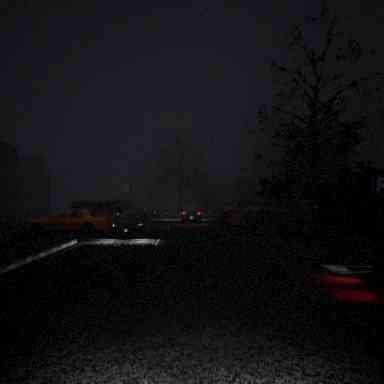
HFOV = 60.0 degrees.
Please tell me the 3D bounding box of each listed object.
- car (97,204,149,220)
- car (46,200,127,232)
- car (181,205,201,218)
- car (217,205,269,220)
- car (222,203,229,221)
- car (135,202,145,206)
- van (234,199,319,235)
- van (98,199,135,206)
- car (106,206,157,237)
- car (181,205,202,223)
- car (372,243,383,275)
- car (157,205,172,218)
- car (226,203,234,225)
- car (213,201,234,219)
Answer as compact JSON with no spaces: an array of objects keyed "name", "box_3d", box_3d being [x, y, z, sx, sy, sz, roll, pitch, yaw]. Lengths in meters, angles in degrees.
[{"name":"car","box_3d":[-7.238,2.088,35.175,5.008,1.535,2.097,0,-2,0]},{"name":"car","box_3d":[-7.175,1.626,23.037,4.553,1.767,2.185,0,-1,0]},{"name":"car","box_3d":[-0.066,2.262,39.925,2.128,1.511,4.902,0,-2,3]},{"name":"car","box_3d":[5.029,2.030,33.445,4.892,1.521,2.231,0,-2,0]},{"name":"car","box_3d":[5.245,1.789,24.940,5.366,1.575,1.946,0,-1,0]},{"name":"car","box_3d":[-7.197,1.742,32.266,5.566,2.045,2.435,0,-2,0]},{"name":"van","box_3d":[4.949,1.451,19.490,4.442,1.987,1.878,0,-1,0]},{"name":"van","box_3d":[-7.094,1.599,26.076,4.442,1.987,1.878,0,-1,0]},{"name":"car","box_3d":[-3.372,1.721,19.286,1.812,1.442,4.674,0,-1,0]},{"name":"car","box_3d":[-0.039,1.973,30.056,1.812,1.442,4.674,0,-2,0]},{"name":"car","box_3d":[7.077,1.615,7.331,5.357,1.411,2.033,1,-1,11]},{"name":"car","box_3d":[-3.335,2.272,37.991,1.812,1.442,4.674,0,-2,0]},{"name":"car","box_3d":[5.248,1.730,22.279,5.366,1.575,1.946,0,-1,0]},{"name":"car","box_3d":[5.023,1.690,30.661,5.566,2.045,2.435,0,-2,0]}]
